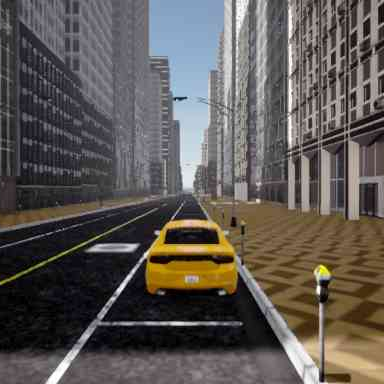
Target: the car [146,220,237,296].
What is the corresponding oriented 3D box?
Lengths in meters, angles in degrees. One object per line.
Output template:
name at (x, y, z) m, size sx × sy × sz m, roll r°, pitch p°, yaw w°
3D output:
car at (-0.006, 1.466, 8.652) m, size 1.882 × 1.535 × 5.008 m, roll 0°, pitch 0°, yaw 0°
